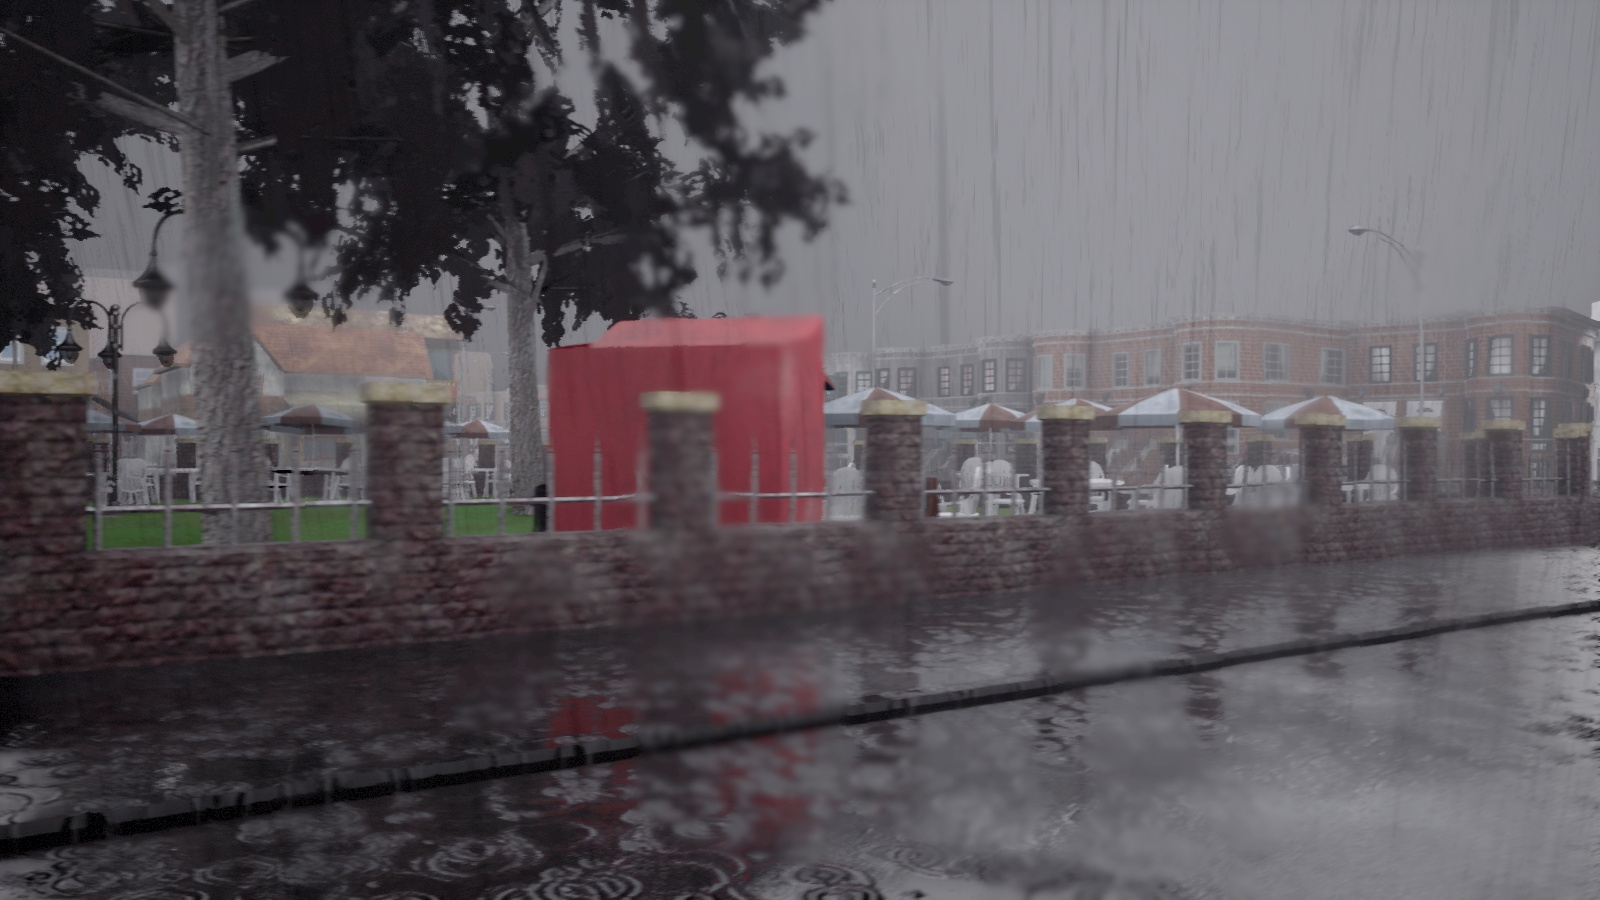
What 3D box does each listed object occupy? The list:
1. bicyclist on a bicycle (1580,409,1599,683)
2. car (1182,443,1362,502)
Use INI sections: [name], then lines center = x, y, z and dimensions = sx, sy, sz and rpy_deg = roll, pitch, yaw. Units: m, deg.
[bicyclist on a bicycle]
center = 6.058, 0.623, 8.491
dimensions = 1.843, 1.776, 0.659
rpy_deg = 0, 0, -35
[car]
center = 14.204, 0.652, 38.023
dimensions = 2.242, 1.667, 4.611
rpy_deg = 0, 0, -35
